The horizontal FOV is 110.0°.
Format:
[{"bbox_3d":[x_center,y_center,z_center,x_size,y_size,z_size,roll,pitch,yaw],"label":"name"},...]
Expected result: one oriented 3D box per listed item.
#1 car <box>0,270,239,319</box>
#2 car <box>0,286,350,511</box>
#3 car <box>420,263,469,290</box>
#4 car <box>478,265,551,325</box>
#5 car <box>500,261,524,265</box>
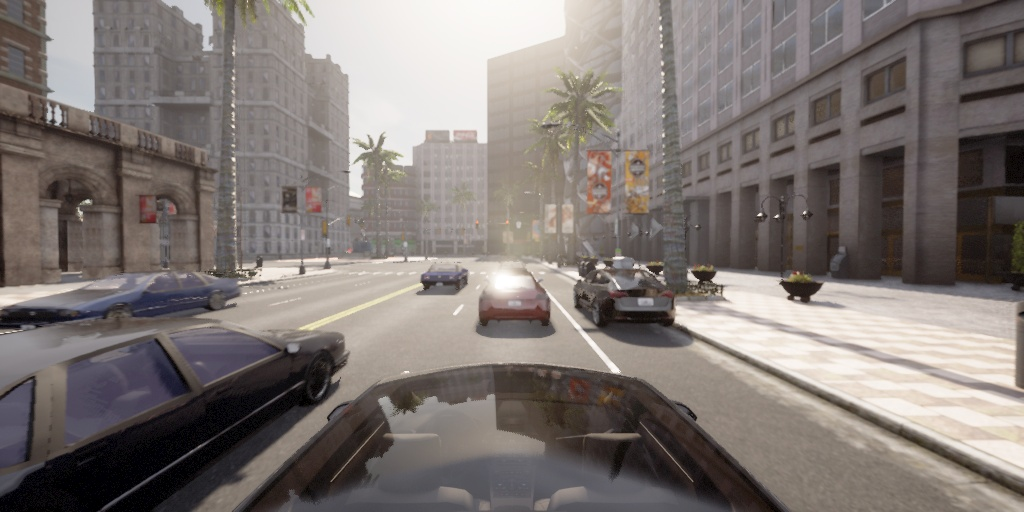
[{"bbox_3d":[-10.631,1.137,10.528,2.033,1.411,5.357,0,1,0],"label":"car"},{"bbox_3d":[-3.407,1.273,3.046,2.033,1.411,5.357,0,1,0],"label":"car"},{"bbox_3d":[-3.482,1.030,19.412,1.895,1.301,4.718,0,1,0],"label":"car"},{"bbox_3d":[0.059,1.142,11.132,1.994,1.385,4.181,0,1,0],"label":"car"},{"bbox_3d":[0.000,0.962,23.159,1.895,1.301,4.718,0,1,0],"label":"car"}]
